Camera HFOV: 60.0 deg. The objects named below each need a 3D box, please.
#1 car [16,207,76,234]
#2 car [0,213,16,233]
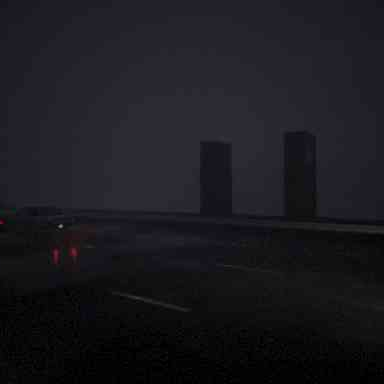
[{"bbox_3d":[-8.681,1.471,18.238,4.718,1.301,1.895,0,1,30],"label":"car"},{"bbox_3d":[-11.125,1.464,15.772,5.357,1.411,2.033,0,1,28],"label":"car"}]
